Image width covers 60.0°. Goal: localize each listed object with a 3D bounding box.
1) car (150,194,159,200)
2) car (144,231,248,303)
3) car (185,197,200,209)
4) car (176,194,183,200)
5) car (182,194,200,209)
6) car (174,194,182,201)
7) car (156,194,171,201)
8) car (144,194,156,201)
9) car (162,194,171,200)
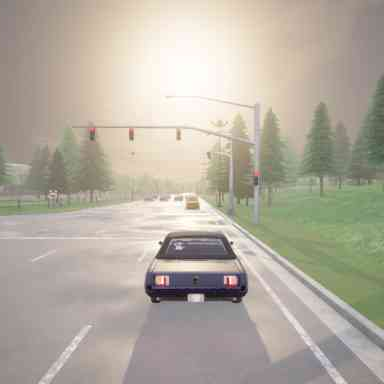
[{"bbox_3d":[-10.301,1.332,90.875,1.837,1.490,4.892,0,0,0],"label":"car"},{"bbox_3d":[0.097,1.601,8.145,1.895,1.301,4.718,0,0,1],"label":"car"},{"bbox_3d":[0.067,1.576,49.813,2.033,1.411,5.357,-1,1,1],"label":"car"},{"bbox_3d":[-3.301,1.356,90.860,1.812,1.442,4.674,0,0,0],"label":"car"},{"bbox_3d":[-0.019,1.081,46.348,1.882,1.535,5.008,-3,17,-3],"label":"car"},{"bbox_3d":[-3.323,1.545,80.857,1.994,1.385,4.181,0,0,0],"label":"car"},{"bbox_3d":[-6.824,1.531,80.448,2.033,1.411,5.357,0,0,0],"label":"car"},{"bbox_3d":[-10.324,1.531,80.456,2.033,1.411,5.357,0,0,0],"label":"car"},{"bbox_3d":[-6.801,1.372,90.868,2.033,1.411,5.357,0,0,0],"label":"car"}]
